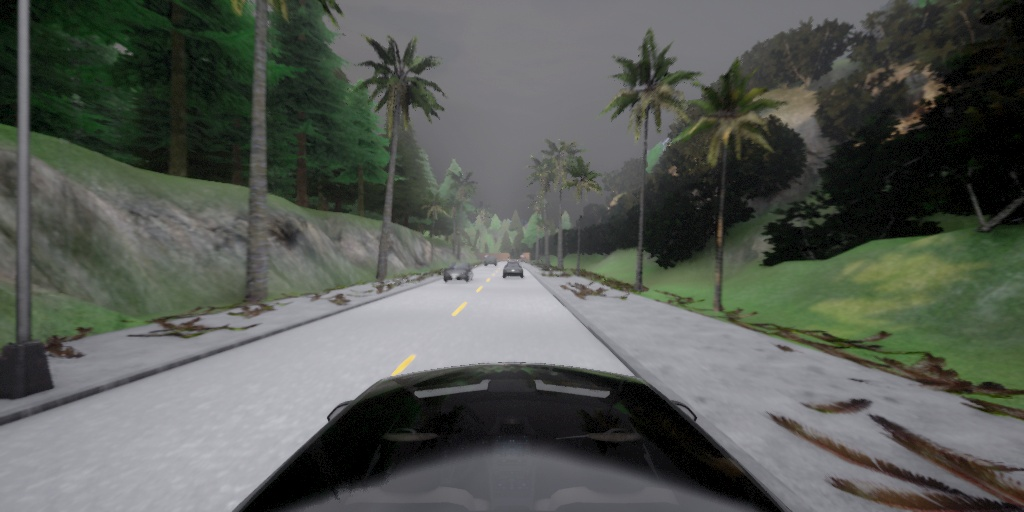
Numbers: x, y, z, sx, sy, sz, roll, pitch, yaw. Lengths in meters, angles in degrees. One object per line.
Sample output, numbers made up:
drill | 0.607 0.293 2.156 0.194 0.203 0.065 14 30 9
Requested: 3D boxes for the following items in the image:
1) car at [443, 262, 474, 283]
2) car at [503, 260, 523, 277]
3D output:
car | -4.088 1.245 27.906 2.128 1.511 4.902 0 0 0
car | 0.100 1.316 35.281 1.994 1.385 4.181 0 0 0
